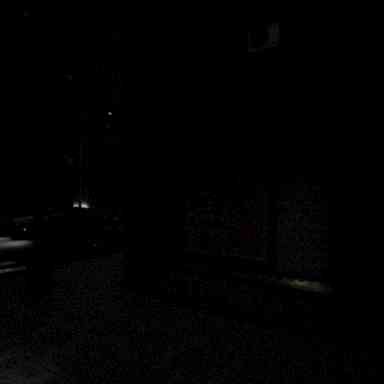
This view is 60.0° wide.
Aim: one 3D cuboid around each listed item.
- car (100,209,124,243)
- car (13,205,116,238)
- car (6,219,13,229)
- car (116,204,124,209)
[{"bbox_3d":[-1.755,1.555,15.302,1.947,1.339,4.313,0,0,36],"label":"car"},{"bbox_3d":[-6.685,1.535,17.918,1.812,1.442,4.674,0,0,36],"label":"car"},{"bbox_3d":[-8.374,1.544,19.844,1.752,1.417,4.829,0,0,36],"label":"car"},{"bbox_3d":[-5.123,1.574,24.383,2.008,1.369,4.403,0,0,36],"label":"car"}]
